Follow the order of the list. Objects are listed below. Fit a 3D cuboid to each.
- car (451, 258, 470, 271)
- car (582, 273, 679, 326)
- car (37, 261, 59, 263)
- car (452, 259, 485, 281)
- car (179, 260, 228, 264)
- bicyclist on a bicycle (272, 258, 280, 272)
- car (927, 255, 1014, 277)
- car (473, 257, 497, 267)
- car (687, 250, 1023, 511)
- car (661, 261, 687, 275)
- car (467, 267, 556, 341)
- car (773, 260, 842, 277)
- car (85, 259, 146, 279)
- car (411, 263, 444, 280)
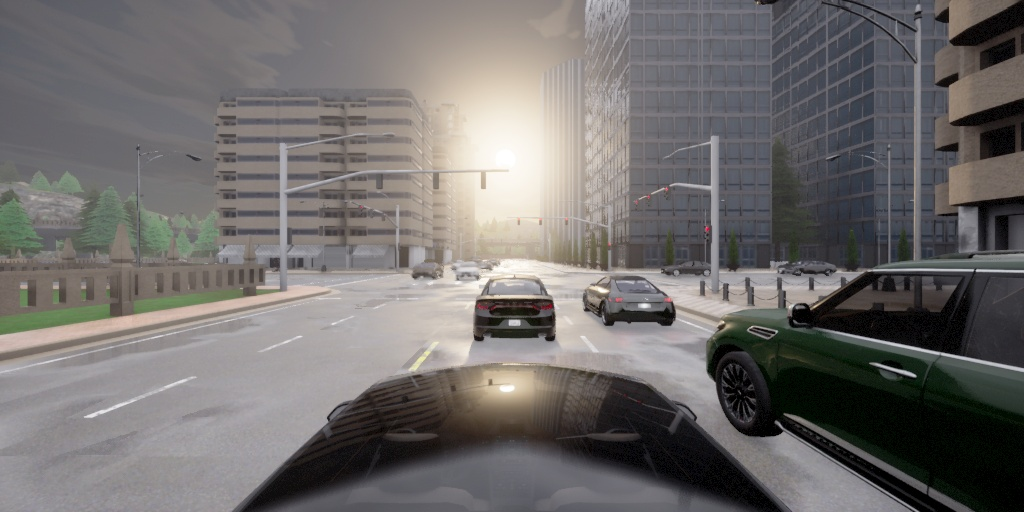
[{"bbox_3d":[-7.100,1.276,48.909,1.812,1.442,4.674,0,0,0],"label":"car"},{"bbox_3d":[3.577,1.314,11.663,1.994,1.385,4.181,0,0,0],"label":"car"},{"bbox_3d":[-43.931,1.221,33.953,4.674,1.442,1.812,0,0,32],"label":"car"},{"bbox_3d":[-3.603,1.246,30.322,1.812,1.442,4.674,0,0,0],"label":"car"},{"bbox_3d":[-22.880,1.220,27.922,4.674,1.442,1.812,0,0,4],"label":"car"},{"bbox_3d":[-26.084,0.995,39.847,0.582,1.620,1.656,0,0,7],"label":"bicyclist on a bicycle"},{"bbox_3d":[43.951,0.913,34.494,5.566,2.045,2.150,0,0,1],"label":"car"},{"bbox_3d":[-3.602,1.241,48.241,2.128,1.511,4.902,0,0,0],"label":"car"},{"bbox_3d":[3.601,0.971,2.309,2.150,2.045,5.566,0,0,0],"label":"car"},{"bbox_3d":[16.974,1.199,34.665,4.892,1.490,1.837,0,0,0],"label":"car"},{"bbox_3d":[0.068,1.228,9.885,1.882,1.535,5.008,0,0,0],"label":"car"},{"bbox_3d":[28.390,1.185,34.597,4.902,1.511,2.128,0,0,0],"label":"car"},{"bbox_3d":[-32.678,1.220,29.220,4.674,1.442,1.812,0,0,15],"label":"car"},{"bbox_3d":[-7.103,1.269,30.844,2.033,1.411,5.357,0,0,0],"label":"car"}]
